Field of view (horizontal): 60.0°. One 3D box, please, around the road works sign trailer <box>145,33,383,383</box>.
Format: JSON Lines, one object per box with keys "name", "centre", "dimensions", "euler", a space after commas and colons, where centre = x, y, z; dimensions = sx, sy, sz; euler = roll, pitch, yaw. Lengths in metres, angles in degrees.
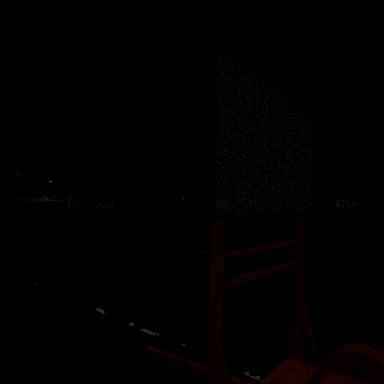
{"name": "road works sign trailer", "centre": [0.609, 0.656, 3.352], "dimensions": [2.880, 3.560, 2.380], "euler": [-1, -4, 37]}
